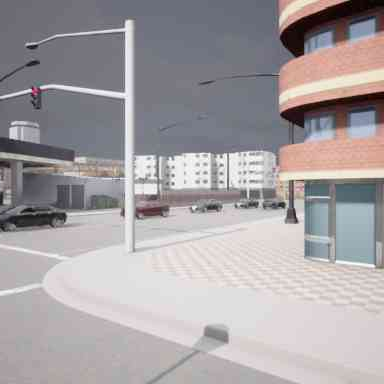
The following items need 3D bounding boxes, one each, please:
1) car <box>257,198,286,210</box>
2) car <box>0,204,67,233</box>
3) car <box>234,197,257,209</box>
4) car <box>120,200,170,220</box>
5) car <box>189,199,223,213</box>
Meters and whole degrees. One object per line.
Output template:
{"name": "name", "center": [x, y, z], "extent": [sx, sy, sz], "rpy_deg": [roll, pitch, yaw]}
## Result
{"name": "car", "center": [10.839, 1.491, 43.727], "extent": [2.128, 1.511, 4.902], "rpy_deg": [0, 0, 35]}
{"name": "car", "center": [-9.945, 1.506, 20.042], "extent": [1.837, 1.490, 4.892], "rpy_deg": [0, 0, 34]}
{"name": "car", "center": [7.507, 1.491, 45.358], "extent": [2.128, 1.511, 4.902], "rpy_deg": [0, 0, 35]}
{"name": "car", "center": [-3.995, 1.477, 28.742], "extent": [1.882, 1.535, 5.008], "rpy_deg": [0, 0, 34]}
{"name": "car", "center": [1.595, 1.491, 36.834], "extent": [2.128, 1.511, 4.902], "rpy_deg": [0, 0, 35]}
